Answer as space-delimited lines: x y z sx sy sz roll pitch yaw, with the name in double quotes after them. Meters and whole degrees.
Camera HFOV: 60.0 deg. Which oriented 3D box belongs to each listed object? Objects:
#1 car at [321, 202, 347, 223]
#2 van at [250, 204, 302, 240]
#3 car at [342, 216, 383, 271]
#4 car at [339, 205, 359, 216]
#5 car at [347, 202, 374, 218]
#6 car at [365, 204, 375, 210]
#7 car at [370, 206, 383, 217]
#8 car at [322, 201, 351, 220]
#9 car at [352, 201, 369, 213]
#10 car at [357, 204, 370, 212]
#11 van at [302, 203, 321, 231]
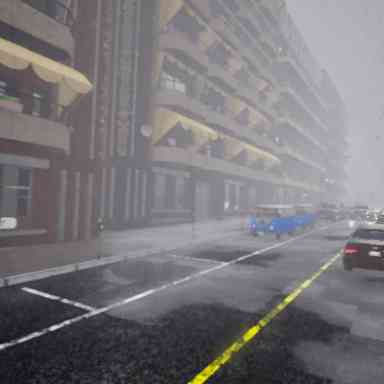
13.400 1.934 32.775 2.192 1.841 5.009 3 0 32 "car"
4.627 1.604 18.696 1.690 1.788 3.998 3 0 32 "van"
6.370 1.800 11.314 2.033 1.411 5.357 1 -1 32 "car"
22.161 2.553 46.855 1.947 1.339 4.313 3 0 32 "car"
18.391 2.136 36.061 2.097 1.767 4.553 1 -1 32 "car"
42.625 3.494 79.706 1.802 1.307 4.206 3 0 32 "car"
15.460 2.108 25.894 2.128 1.511 4.902 1 -1 32 "car"
16.324 2.055 37.467 2.192 1.841 5.009 3 0 32 "car"
30.943 2.687 60.931 2.192 1.841 5.009 3 0 32 "car"
33.856 3.049 65.626 1.887 1.381 4.507 3 0 32 "car"
7.551 1.721 23.390 1.690 1.788 3.998 3 0 32 "van"
